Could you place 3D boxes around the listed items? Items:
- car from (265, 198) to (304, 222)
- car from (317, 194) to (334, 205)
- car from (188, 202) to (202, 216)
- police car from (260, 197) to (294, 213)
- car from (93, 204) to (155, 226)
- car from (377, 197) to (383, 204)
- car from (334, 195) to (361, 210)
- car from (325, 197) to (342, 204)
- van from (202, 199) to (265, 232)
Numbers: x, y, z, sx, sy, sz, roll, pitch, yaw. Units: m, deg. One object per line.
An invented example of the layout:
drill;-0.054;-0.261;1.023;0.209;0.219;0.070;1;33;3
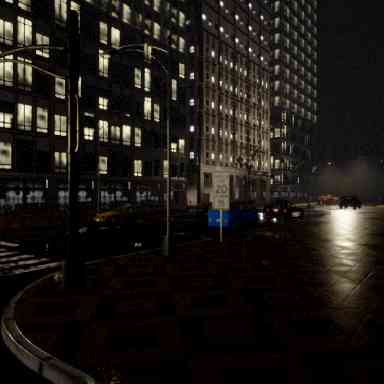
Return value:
car;7.581;1.472;26.897;1.967;1.590;4.097;0;0;38
car;25.132;1.381;62.548;2.192;1.841;5.009;0;0;38
car;1.342;1.604;31.711;1.802;1.307;4.206;0;0;38
police car;9.967;1.459;38.689;1.930;1.638;5.238;0;0;38
car;-4.774;1.540;23.995;1.752;1.417;4.829;0;0;38
car;38.167;1.658;66.543;1.947;1.339;4.313;0;0;38
car;21.175;1.369;44.518;2.192;1.841;5.009;0;0;38
car;28.530;1.625;66.953;2.008;1.369;4.403;0;0;38
van;2.612;1.368;20.273;1.690;1.788;3.998;0;0;38
